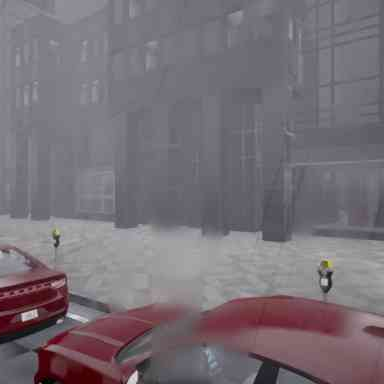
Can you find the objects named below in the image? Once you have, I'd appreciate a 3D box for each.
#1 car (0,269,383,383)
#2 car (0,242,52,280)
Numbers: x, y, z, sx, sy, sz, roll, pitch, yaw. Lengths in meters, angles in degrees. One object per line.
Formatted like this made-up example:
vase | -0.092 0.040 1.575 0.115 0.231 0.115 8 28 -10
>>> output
car | 0.564 1.545 2.557 4.507 1.381 1.887 0 0 35
car | -4.027 1.545 5.826 4.507 1.381 1.887 0 0 35
